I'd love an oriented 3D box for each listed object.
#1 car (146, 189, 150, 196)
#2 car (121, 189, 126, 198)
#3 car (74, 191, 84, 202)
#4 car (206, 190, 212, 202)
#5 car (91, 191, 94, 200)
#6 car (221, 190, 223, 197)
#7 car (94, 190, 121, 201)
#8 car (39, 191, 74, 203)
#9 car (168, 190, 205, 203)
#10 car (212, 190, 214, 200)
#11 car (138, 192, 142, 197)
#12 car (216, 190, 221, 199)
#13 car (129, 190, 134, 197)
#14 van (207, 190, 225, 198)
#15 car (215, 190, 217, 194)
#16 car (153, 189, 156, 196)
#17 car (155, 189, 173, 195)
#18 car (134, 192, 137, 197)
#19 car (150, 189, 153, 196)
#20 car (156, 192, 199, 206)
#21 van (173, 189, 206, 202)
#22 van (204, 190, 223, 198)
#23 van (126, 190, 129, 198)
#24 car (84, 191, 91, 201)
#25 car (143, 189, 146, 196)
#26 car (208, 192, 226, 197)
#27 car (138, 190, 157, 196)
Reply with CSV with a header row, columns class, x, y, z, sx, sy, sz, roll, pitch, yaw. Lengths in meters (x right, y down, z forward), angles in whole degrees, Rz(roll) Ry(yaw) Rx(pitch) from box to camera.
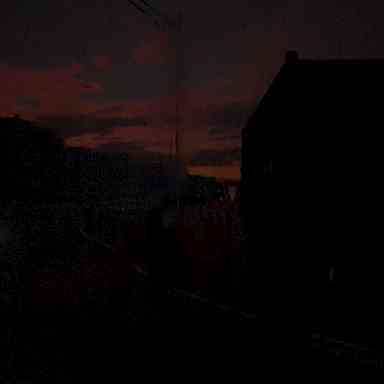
class,x,y,z,sx,sy,sz,roll,pitch,yaw
car,-14.388,0.379,86.685,4.892,1.521,2.231,1,1,11
car,-17.436,0.588,70.426,5.366,1.575,1.946,1,1,11
car,-20.847,0.794,54.234,5.008,1.535,2.097,1,1,11
car,0.752,0.906,59.300,4.553,1.767,2.185,1,1,11
car,-19.735,0.608,59.633,4.553,1.767,2.185,1,1,11
car,3.439,0.584,73.058,5.566,2.045,2.435,1,1,11
car,-15.099,0.823,59.550,1.837,1.490,4.892,1,1,12
car,-21.348,0.695,51.516,4.553,1.767,2.185,1,1,11
car,-0.880,1.007,51.118,4.553,1.767,2.185,1,1,11
car,1.283,0.990,62.157,5.008,1.535,2.097,1,1,11
car,-15.497,0.318,81.282,4.553,1.767,2.185,1,1,11
car,2.383,0.663,67.473,5.566,2.045,2.435,1,1,11
car,-16.548,0.514,75.871,5.008,1.535,2.097,1,1,11
van,6.275,0.438,86.533,4.442,1.987,1.878,1,1,11
car,1.814,0.954,64.758,4.892,1.521,2.231,1,1,11
car,-13.313,0.317,92.094,4.892,1.521,2.231,1,1,11
car,-5.268,0.534,68.653,2.150,2.045,5.566,1,1,11
car,-16.034,0.352,78.579,4.553,1.767,2.185,1,1,11
car,-13.850,0.347,89.390,4.892,1.521,2.231,1,1,11
car,-2.005,1.207,45.801,4.792,1.488,2.163,1,1,11
van,-0.455,0.875,53.997,4.442,1.987,1.878,1,1,11
van,5.503,0.466,83.855,4.442,1.987,1.878,1,1,11
van,-16.962,0.327,73.140,4.442,1.987,1.878,1,1,11
car,-20.303,0.803,56.936,4.674,1.452,2.002,1,1,11
car,-14.898,0.285,83.975,4.553,1.767,2.185,1,1,11
car,6.722,0.668,89.408,4.674,1.452,2.002,1,1,11
car,-12.776,0.287,94.797,4.892,1.521,2.231,1,1,11
